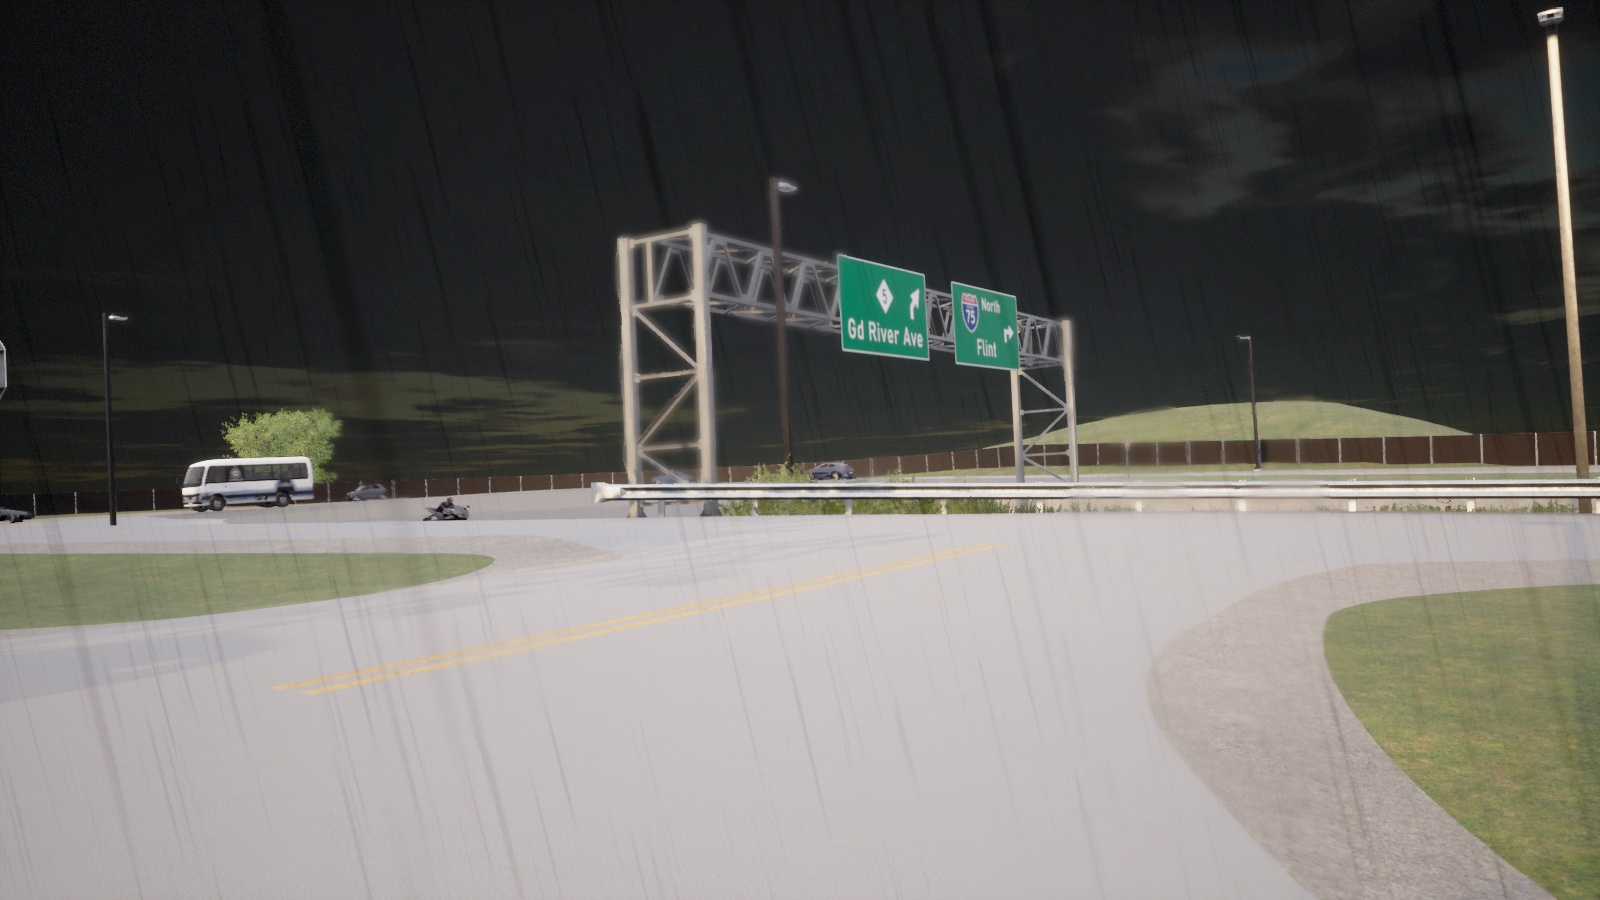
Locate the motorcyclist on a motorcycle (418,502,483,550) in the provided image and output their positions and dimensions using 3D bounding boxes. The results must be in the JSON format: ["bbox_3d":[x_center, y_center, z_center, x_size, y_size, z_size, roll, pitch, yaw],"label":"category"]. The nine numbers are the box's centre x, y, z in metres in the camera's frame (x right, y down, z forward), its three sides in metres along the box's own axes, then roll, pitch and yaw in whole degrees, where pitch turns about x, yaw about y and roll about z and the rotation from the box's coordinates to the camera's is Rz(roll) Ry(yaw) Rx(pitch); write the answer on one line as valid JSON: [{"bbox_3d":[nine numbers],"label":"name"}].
[{"bbox_3d":[-11.806,2.575,42.387,2.191,1.530,0.866,-4,-1,35],"label":"motorcyclist on a motorcycle"}]
